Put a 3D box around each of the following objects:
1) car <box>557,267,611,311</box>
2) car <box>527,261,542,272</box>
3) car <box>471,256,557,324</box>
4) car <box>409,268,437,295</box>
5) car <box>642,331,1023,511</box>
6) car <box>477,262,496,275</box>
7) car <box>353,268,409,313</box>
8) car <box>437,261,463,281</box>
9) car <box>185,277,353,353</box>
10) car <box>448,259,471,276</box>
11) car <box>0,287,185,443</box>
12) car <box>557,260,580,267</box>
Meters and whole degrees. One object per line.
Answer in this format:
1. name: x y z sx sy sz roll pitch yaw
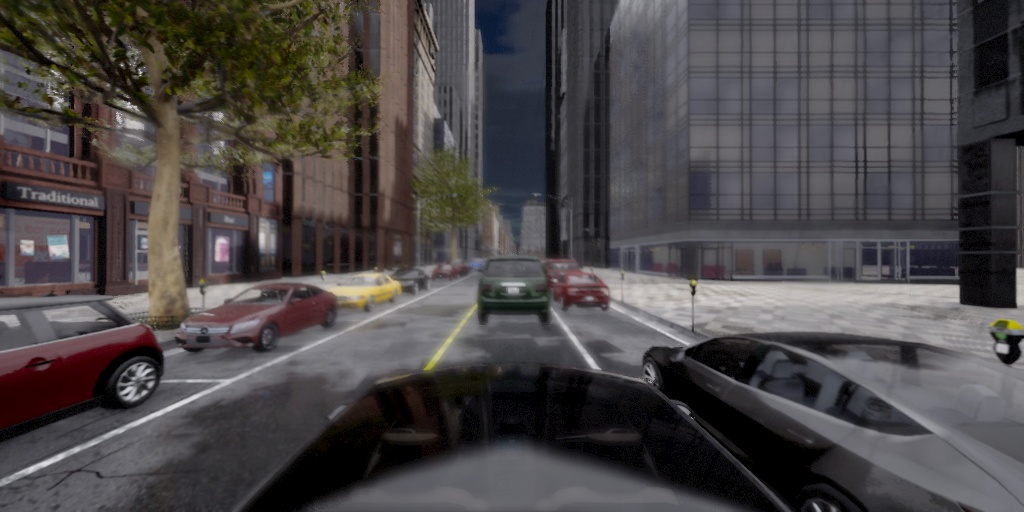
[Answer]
1. car: 2.686 1.337 14.514 1.888 1.381 4.507 0 0 0
2. car: 3.077 1.463 50.474 1.812 1.442 4.674 0 0 0
3. car: 0.078 1.009 12.296 2.150 2.045 5.566 0 0 1
4. car: -5.830 1.379 20.174 1.948 1.339 4.313 0 0 0
5. car: 2.669 1.320 3.237 1.948 1.339 4.313 0 0 0
6. car: -3.029 1.469 43.642 1.994 1.385 4.181 0 0 0
7. car: -5.839 1.317 14.363 1.751 1.417 4.829 0 0 0
8. car: -5.812 1.402 31.452 1.888 1.381 4.507 0 0 0
9. car: -5.848 1.355 8.895 1.802 1.307 4.207 0 0 0
10. car: -5.803 1.194 37.092 2.192 1.841 5.009 0 0 0
11. car: -5.857 1.194 3.255 1.967 1.591 4.097 0 0 0
12. car: 2.696 1.127 20.153 2.192 1.841 5.009 0 0 0
